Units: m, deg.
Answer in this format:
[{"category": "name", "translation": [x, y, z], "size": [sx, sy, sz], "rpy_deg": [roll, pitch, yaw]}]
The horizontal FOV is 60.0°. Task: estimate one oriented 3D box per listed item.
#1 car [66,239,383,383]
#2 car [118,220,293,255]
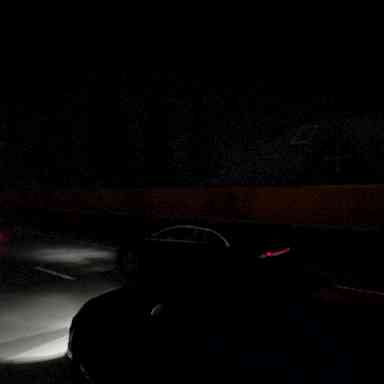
[{"category": "car", "translation": [0.458, 1.557, 3.775], "size": [4.181, 1.385, 1.994], "rpy_deg": [0, 0, 37]}, {"category": "car", "translation": [0.100, 1.474, 8.469], "size": [4.902, 1.511, 2.128], "rpy_deg": [0, 0, 38]}]
